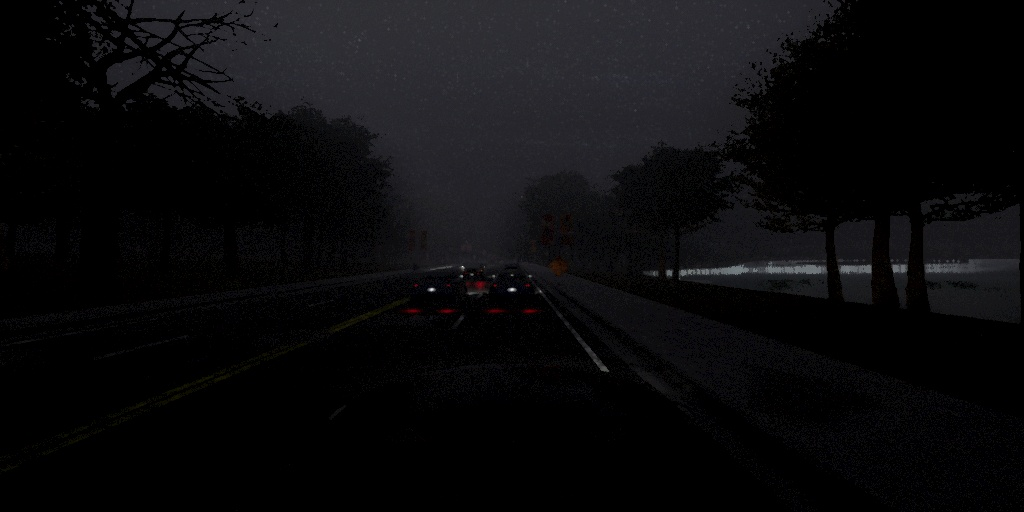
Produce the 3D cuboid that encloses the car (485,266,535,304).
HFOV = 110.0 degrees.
[{"bbox_3d":[0.000,1.336,16.503,1.994,1.385,4.181,0,0,0],"label":"car"}]

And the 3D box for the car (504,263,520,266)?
[{"bbox_3d":[0.000,1.313,31.507,1.837,1.490,4.892,0,0,0],"label":"car"}]

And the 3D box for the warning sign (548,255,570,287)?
[{"bbox_3d":[2.850,0.886,21.572,1.300,1.860,1.060,0,0,0],"label":"warning sign"}]

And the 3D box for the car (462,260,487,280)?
[{"bbox_3d":[-3.250,1.329,31.507,1.812,1.442,4.674,0,0,0],"label":"car"}]

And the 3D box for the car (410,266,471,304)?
[{"bbox_3d":[-3.250,1.336,16.503,1.994,1.385,4.181,0,0,0],"label":"car"}]
